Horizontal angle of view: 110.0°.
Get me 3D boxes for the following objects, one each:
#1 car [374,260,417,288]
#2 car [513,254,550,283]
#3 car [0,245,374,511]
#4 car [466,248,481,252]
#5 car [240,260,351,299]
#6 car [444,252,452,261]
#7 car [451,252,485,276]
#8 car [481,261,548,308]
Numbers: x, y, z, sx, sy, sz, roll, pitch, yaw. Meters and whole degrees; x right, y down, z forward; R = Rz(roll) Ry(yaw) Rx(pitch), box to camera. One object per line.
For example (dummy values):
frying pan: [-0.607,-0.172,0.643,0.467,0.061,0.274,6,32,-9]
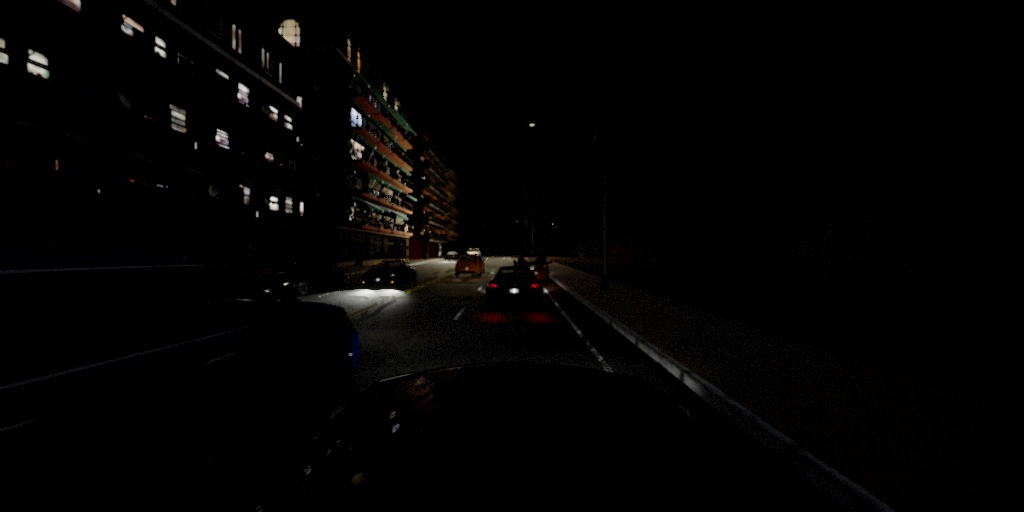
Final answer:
car: [-6.603,0.931,19.623,1.994,1.385,4.181,0,1,0]
car: [1.135,0.654,22.583,2.097,1.767,4.553,0,1,0]
car: [-3.150,0.952,2.512,2.150,2.045,5.566,0,1,0]
car: [-6.547,-0.317,61.592,2.150,2.045,5.566,0,1,1]
car: [-9.854,0.970,17.038,2.033,1.411,5.357,0,1,0]
car: [-9.809,0.015,58.762,2.128,1.511,4.902,0,1,1]
car: [-3.153,0.674,27.569,1.882,1.535,5.008,0,1,0]
car: [0.093,1.059,13.654,1.994,1.385,4.181,0,1,0]
